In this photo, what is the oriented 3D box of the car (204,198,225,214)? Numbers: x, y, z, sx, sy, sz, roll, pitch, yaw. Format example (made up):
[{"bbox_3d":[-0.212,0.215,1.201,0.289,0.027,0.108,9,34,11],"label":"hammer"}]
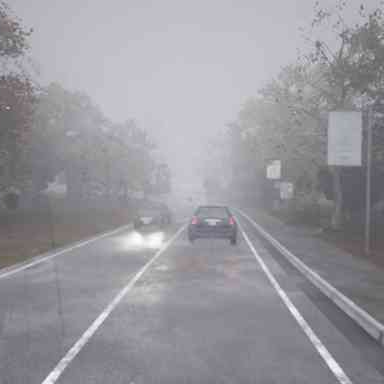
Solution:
[{"bbox_3d":[2.354,1.470,36.116,2.033,1.411,5.357,0,0,2],"label":"car"}]

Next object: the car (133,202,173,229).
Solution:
[{"bbox_3d":[-2.348,1.422,20.933,2.128,1.511,4.902,1,0,4],"label":"car"}]

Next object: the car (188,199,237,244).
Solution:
[{"bbox_3d":[1.021,1.327,16.037,2.097,1.767,4.553,1,0,4],"label":"car"}]
